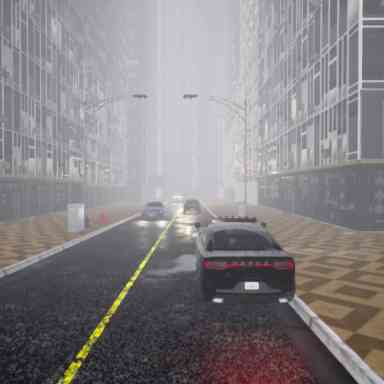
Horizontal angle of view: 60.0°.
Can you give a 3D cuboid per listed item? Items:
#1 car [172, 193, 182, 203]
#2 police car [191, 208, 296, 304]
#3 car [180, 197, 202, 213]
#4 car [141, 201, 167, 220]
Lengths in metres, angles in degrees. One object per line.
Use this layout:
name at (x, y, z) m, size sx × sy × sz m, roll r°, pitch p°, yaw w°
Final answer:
car at (-3.132, 1.263, 72.138) m, size 2.150 × 2.045 × 5.566 m, roll 0°, pitch 0°, yaw 0°
police car at (1.034, 1.424, 8.358) m, size 1.930 × 1.638 × 5.238 m, roll 0°, pitch 0°, yaw 0°
car at (0.008, 1.510, 36.216) m, size 1.837 × 1.490 × 4.892 m, roll 0°, pitch 0°, yaw 0°
car at (-3.153, 1.528, 28.234) m, size 1.812 × 1.442 × 4.674 m, roll 0°, pitch 0°, yaw 0°
